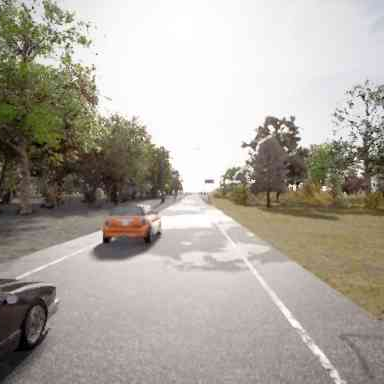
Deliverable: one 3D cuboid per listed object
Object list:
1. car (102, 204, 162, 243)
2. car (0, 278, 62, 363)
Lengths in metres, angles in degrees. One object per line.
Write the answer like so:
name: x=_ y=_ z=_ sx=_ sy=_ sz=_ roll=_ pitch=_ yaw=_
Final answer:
car: x=-2.732 y=1.332 z=16.109 sx=2.097 sy=1.767 sz=4.553 roll=0 pitch=0 yaw=2
car: x=-3.194 y=1.544 z=3.133 sx=2.033 sy=1.411 sz=5.357 roll=0 pitch=0 yaw=2
